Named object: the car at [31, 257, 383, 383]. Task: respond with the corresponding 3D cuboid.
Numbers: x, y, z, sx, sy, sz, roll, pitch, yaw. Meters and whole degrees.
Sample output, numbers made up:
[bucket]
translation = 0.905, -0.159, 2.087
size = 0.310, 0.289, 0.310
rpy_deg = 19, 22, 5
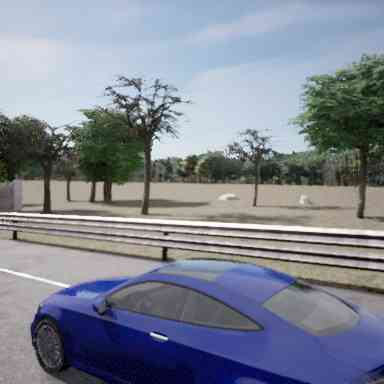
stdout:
[car]
translation = -0.029, 1.550, 4.012
size = 4.674, 1.442, 1.812
rpy_deg = -1, 0, 35
